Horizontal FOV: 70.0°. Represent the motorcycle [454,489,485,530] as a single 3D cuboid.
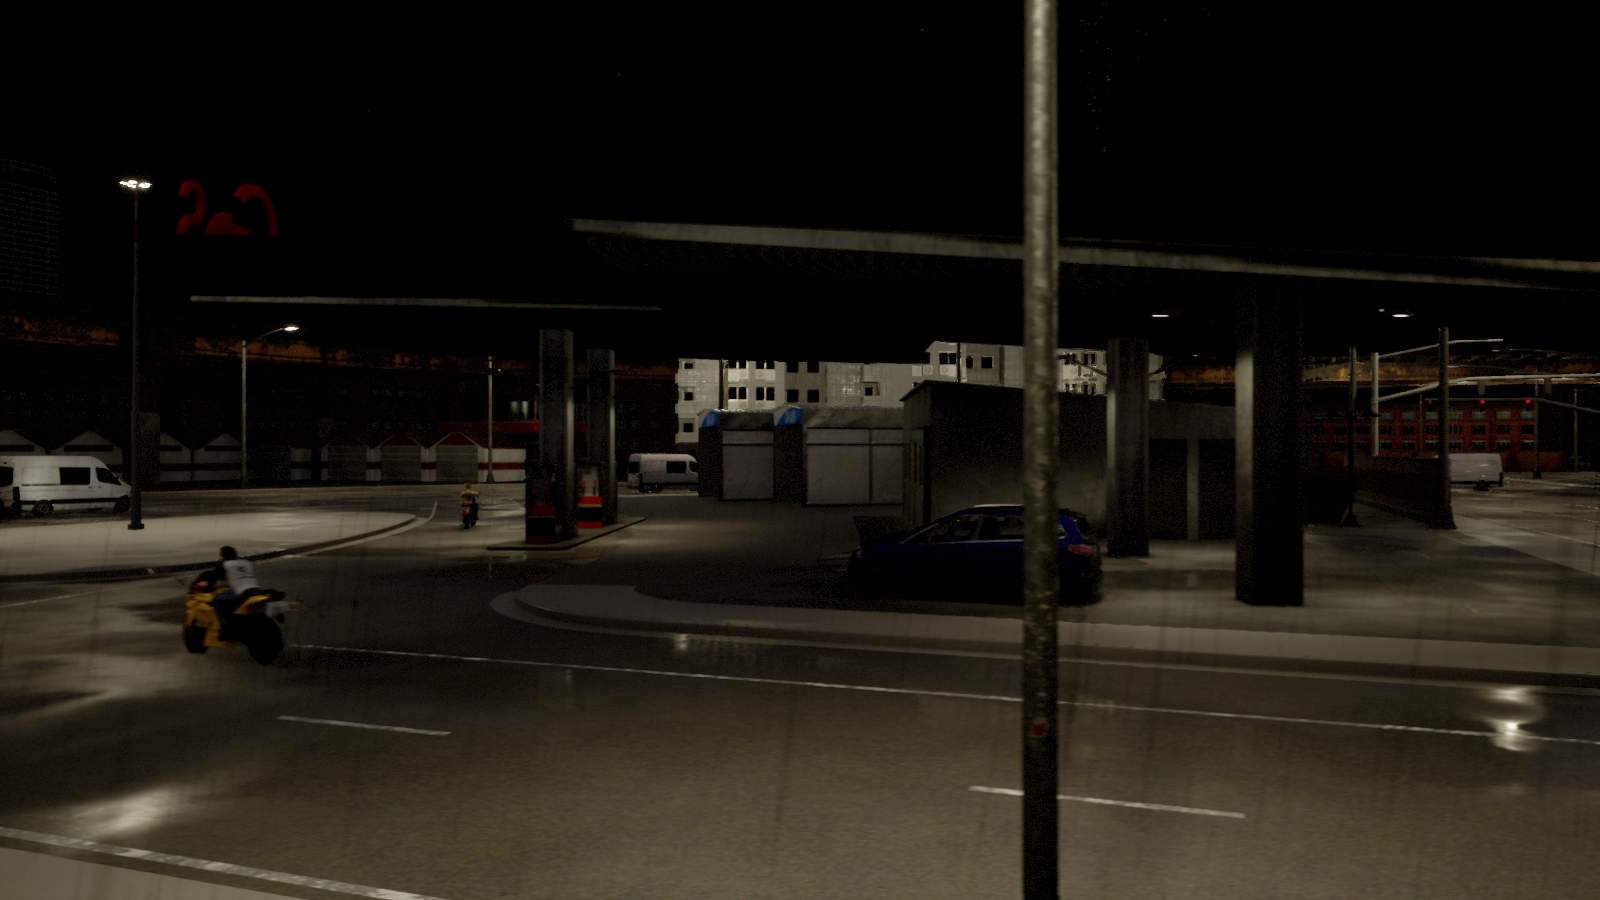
[{"bbox_3d":[-11.953,2.138,41.374,0.764,1.332,2.356,-1,0,-9],"label":"motorcycle"}]
